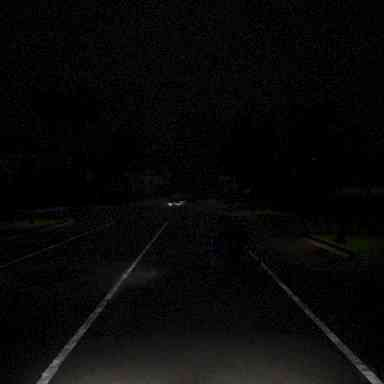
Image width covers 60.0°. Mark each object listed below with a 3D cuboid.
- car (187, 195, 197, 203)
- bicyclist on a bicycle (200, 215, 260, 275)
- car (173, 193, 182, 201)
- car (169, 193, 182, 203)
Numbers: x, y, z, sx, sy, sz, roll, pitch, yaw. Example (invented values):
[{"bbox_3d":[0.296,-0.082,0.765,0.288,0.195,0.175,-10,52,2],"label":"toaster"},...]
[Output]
[{"bbox_3d":[-0.023,1.477,71.366,1.882,1.535,5.008,0,0,0],"label":"car"},{"bbox_3d":[1.027,1.452,9.128,1.656,1.620,0.582,-2,0,0],"label":"bicyclist on a bicycle"},{"bbox_3d":[-3.550,1.225,83.038,2.150,2.045,5.566,0,0,0],"label":"car"},{"bbox_3d":[-3.558,1.477,68.084,1.882,1.535,5.008,0,0,0],"label":"car"}]
